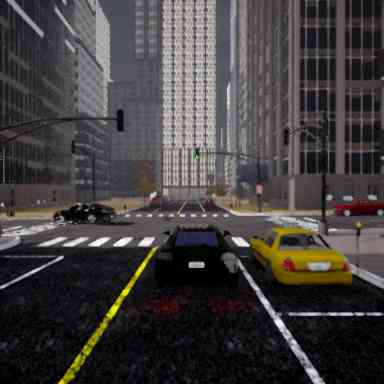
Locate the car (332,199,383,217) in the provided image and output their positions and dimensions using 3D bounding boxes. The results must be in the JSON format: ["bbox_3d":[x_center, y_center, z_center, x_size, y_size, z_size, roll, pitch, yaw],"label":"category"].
[{"bbox_3d":[14.253,1.307,28.283,4.507,1.381,1.887,-1,1,0],"label":"car"}]

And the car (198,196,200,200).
[{"bbox_3d":[2.688,1.735,86.042,1.802,1.307,4.206,-1,0,0],"label":"car"}]

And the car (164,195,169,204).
[{"bbox_3d":[-5.696,1.417,58.247,2.192,1.841,5.009,-1,0,0],"label":"car"}]

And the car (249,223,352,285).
[{"bbox_3d":[2.683,1.541,9.329,1.752,1.417,4.829,-1,0,0],"label":"car"}]

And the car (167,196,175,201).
[{"bbox_3d":[-5.692,1.746,91.603,1.802,1.307,4.206,-1,0,0],"label":"car"}]

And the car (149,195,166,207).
[{"bbox_3d":[-5.695,1.637,52.687,1.887,1.381,4.507,-1,0,0],"label":"car"}]

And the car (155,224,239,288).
[{"bbox_3d":[0.148,1.580,9.347,1.994,1.385,4.181,0,0,1],"label":"car"}]

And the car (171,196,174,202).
[{"bbox_3d":[-5.694,1.658,74.755,1.752,1.417,4.829,-1,0,0],"label":"car"}]

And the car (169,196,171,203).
[{"bbox_3d":[-5.696,1.427,63.807,2.192,1.841,5.009,-1,0,0],"label":"car"}]

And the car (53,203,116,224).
[{"bbox_3d":[-8.010,1.581,24.662,4.892,1.490,1.837,-2,-3,21],"label":"car"}]

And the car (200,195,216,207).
[{"bbox_3d":[2.684,1.532,52.685,1.967,1.590,4.097,-1,0,0],"label":"car"}]
